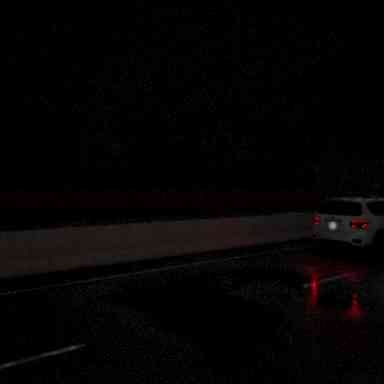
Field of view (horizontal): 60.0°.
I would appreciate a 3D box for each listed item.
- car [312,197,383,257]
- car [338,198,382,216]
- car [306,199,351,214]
[{"bbox_3d":[7.072,1.216,13.095,5.566,2.045,2.150,0,0,-35],"label":"car"},{"bbox_3d":[16.802,1.461,33.221,5.008,1.535,1.882,0,0,-36],"label":"car"},{"bbox_3d":[14.930,1.531,36.149,5.357,1.411,2.033,0,0,-36],"label":"car"}]
